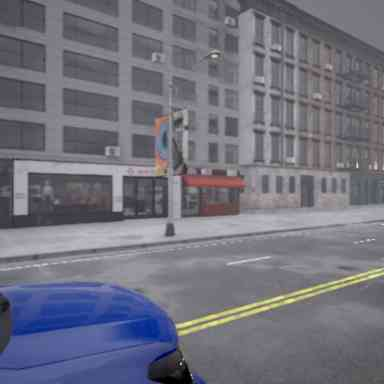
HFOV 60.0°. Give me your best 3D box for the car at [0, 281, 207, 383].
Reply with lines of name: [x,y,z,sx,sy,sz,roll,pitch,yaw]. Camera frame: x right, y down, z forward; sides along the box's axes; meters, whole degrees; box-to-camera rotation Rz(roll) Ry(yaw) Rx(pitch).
car: [-2.525,1.222,1.637,5.566,2.045,2.150,0,0,-36]
